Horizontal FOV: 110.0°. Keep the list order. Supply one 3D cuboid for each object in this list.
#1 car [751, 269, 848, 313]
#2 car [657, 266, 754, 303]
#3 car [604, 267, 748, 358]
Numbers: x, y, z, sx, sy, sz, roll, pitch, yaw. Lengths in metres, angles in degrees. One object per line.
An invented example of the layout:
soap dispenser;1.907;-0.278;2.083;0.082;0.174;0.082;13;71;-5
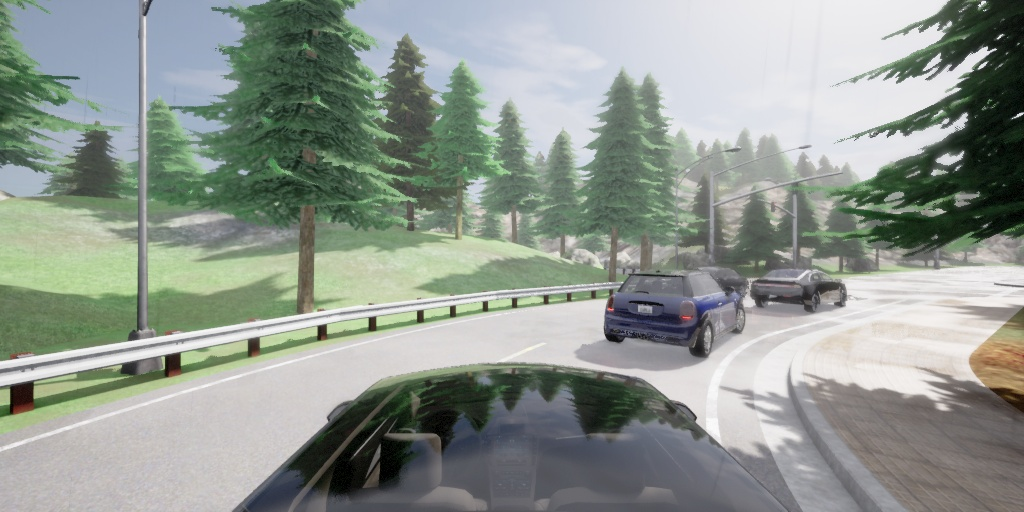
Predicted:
car;11.341;1.256;14.091;4.902;1.511;2.128;0;0;-32
car;9.305;1.275;17.121;4.892;1.490;1.837;1;0;-32
car;4.162;1.109;8.877;2.097;1.767;4.553;0;0;43
